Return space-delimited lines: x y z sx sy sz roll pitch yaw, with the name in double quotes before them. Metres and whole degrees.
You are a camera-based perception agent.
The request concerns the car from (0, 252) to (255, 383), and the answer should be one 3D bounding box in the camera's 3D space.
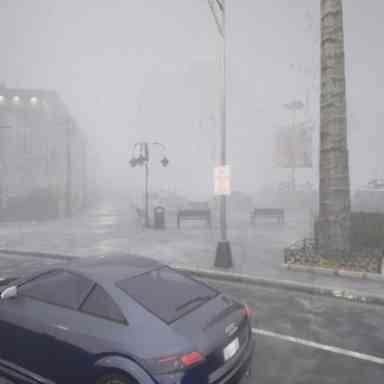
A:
"car" -1.323 1.532 4.362 4.181 1.385 1.994 0 0 31
